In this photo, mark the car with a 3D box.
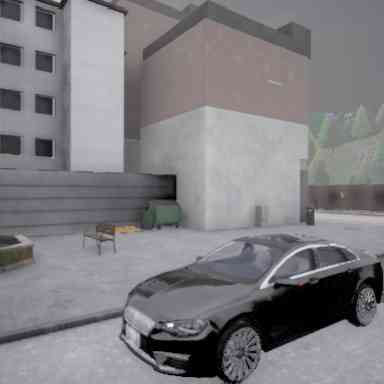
[{"bbox_3d":[1.273,1.501,5.497,4.902,1.511,2.128,0,0,-35],"label":"car"}]

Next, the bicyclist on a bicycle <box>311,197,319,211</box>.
[{"bbox_3d":[14.655,1.433,39.765,1.656,1.620,0.582,0,0,-36],"label":"bicyclist on a bicycle"}]
